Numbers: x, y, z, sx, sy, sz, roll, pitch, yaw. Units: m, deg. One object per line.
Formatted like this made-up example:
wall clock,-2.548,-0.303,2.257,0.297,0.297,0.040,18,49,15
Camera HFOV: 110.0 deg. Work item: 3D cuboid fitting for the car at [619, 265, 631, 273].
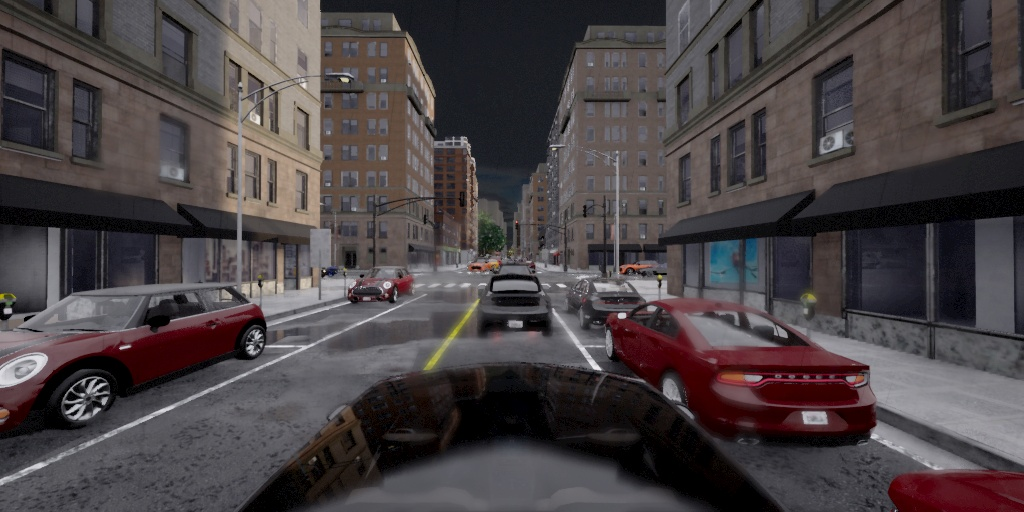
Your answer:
car,14.024,1.222,39.265,4.553,1.767,2.097,0,0,0

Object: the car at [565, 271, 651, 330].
car,2.683,1.303,10.889,2.007,1.370,4.403,0,0,0

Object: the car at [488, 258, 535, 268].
car,0.120,1.108,17.728,2.097,1.767,4.553,0,0,0

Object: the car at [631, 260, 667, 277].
car,15.189,1.395,36.004,5.357,1.411,2.033,0,0,0

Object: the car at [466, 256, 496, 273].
car,-3.854,1.131,44.740,2.097,1.767,4.553,0,0,10

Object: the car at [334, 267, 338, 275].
car,-18.410,1.150,32.413,5.008,1.535,1.882,0,0,0

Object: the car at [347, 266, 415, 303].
car,-5.835,1.195,16.389,1.967,1.591,4.097,0,0,0

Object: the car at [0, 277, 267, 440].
car,-5.852,1.190,5.403,1.967,1.591,4.097,0,0,0

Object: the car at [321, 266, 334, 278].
car,-18.020,0.869,29.159,5.566,2.045,2.150,0,0,0

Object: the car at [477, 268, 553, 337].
car,0.056,1.258,10.313,1.837,1.490,4.892,0,0,-1

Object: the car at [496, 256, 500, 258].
car,-3.160,1.279,57.743,1.882,1.535,5.008,0,0,0

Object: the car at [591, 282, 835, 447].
car,2.675,1.296,5.397,1.888,1.381,4.507,0,0,0
